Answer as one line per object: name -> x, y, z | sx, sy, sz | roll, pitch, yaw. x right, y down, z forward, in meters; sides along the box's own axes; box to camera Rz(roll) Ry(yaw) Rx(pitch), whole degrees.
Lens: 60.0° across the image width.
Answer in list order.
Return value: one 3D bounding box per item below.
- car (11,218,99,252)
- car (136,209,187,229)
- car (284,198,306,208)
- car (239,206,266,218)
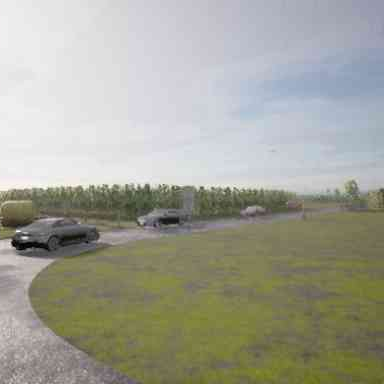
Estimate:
car -> -6.264, 1.915, 15.713 | 1.994, 1.385, 4.181 | -2, -2, 19
car -> -2.381, 2.125, 26.951 | 2.128, 1.511, 4.902 | -2, -2, 36
car -> 16.654, 1.994, 53.361 | 2.150, 2.045, 5.566 | -2, -2, 36
car -> 7.523, 2.434, 40.753 | 1.812, 1.442, 4.674 | -2, -2, 36
